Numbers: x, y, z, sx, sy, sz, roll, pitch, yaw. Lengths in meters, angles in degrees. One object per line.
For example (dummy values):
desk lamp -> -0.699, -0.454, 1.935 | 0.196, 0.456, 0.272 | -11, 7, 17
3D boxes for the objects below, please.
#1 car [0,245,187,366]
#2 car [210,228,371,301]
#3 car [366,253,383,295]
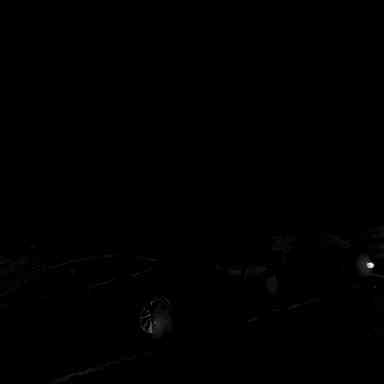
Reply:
car -> -2.086, 1.566, 5.049 | 4.313, 1.339, 1.947 | 0, 0, -36
car -> 2.392, 1.582, 8.246 | 4.206, 1.307, 1.802 | 0, 0, -36
car -> 5.870, 1.601, 7.569 | 4.718, 1.301, 1.895 | 0, 0, -35
